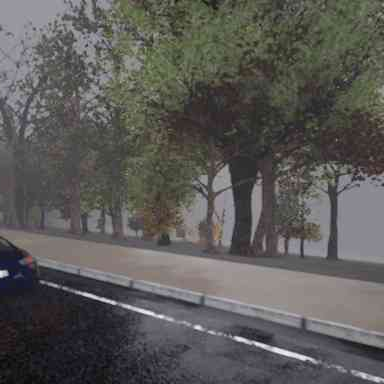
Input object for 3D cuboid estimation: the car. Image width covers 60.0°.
[{"bbox_3d":[-5.286,1.528,7.464,4.181,1.385,1.994,0,0,36],"label":"car"}]
